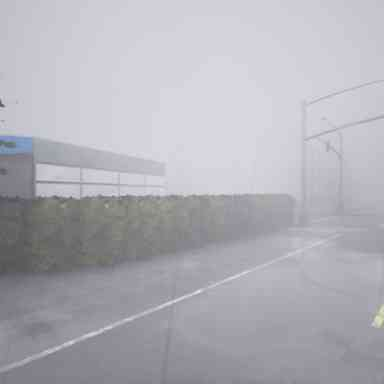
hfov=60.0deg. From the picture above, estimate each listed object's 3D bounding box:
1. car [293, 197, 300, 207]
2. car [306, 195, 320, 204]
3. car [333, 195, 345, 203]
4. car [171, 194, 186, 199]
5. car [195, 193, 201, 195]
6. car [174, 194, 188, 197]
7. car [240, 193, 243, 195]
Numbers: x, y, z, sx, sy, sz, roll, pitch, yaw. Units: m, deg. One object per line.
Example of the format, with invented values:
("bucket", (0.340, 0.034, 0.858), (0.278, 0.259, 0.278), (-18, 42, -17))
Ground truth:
("car", (12.918, 1.338, 44.716), (2.007, 1.523, 4.514), (0, 0, 38))
("car", (22.009, 1.383, 61.231), (1.970, 1.475, 3.806), (0, 0, 38))
("car", (28.923, 1.372, 65.249), (1.845, 1.501, 3.633), (0, 0, 38))
("car", (-3.537, 1.230, 89.811), (1.970, 1.475, 3.806), (0, 0, 38))
("car", (1.722, 1.152, 86.119), (2.152, 1.636, 5.027), (0, 0, 38))
("car", (-2.061, 1.297, 66.121), (2.007, 1.523, 4.514), (0, 0, 38))
("car", (11.810, 1.075, 78.250), (1.905, 1.878, 3.866), (0, 0, 38))
